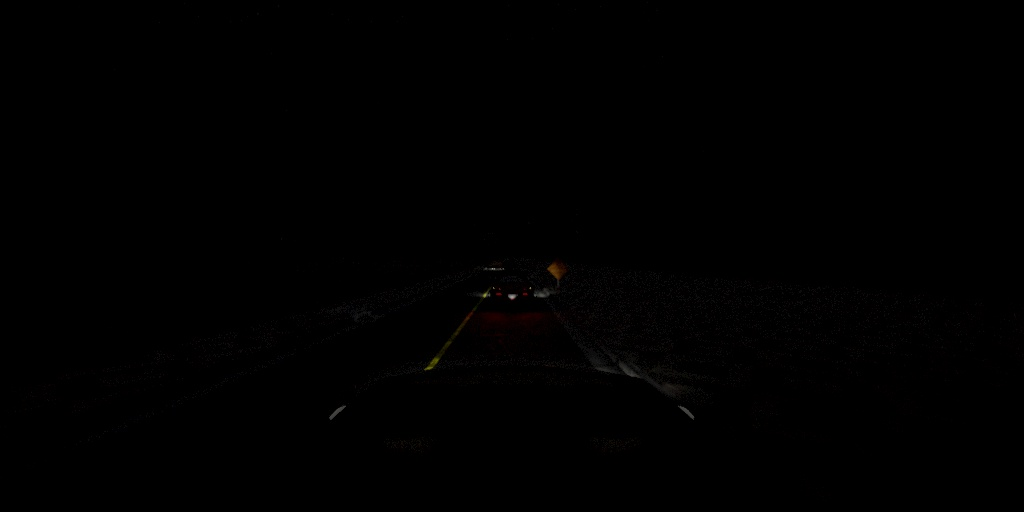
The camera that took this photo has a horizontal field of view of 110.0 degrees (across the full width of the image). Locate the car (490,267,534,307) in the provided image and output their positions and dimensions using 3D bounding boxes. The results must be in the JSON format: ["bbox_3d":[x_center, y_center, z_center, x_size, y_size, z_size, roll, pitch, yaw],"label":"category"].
[{"bbox_3d":[0.012,1.407,16.233,1.812,1.442,4.674,0,0,0],"label":"car"}]

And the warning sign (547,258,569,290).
[{"bbox_3d":[2.729,1.038,21.094,1.300,1.860,1.060,0,0,0],"label":"warning sign"}]

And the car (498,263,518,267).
[{"bbox_3d":[0.020,1.565,31.134,1.994,1.385,4.181,0,0,0],"label":"car"}]
